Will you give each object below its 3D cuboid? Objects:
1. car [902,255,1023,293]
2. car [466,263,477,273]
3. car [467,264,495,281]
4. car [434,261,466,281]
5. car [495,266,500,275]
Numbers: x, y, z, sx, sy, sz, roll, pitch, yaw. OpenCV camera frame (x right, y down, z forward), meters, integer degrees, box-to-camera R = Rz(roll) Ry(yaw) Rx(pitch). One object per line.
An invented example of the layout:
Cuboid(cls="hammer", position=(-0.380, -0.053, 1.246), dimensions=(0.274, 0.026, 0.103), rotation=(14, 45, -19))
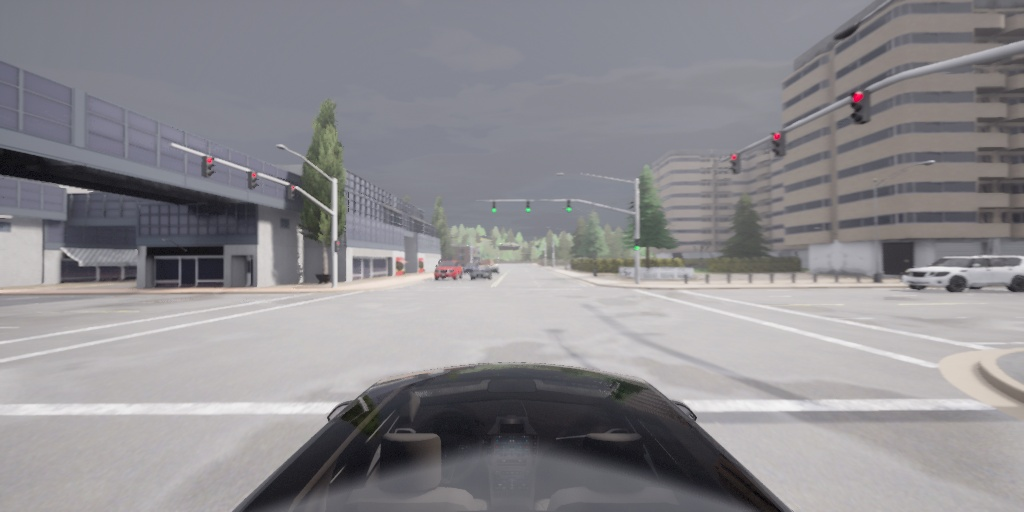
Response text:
Cuboid(cls="car", position=(25.713, 0.985, 20.298), dimensions=(5.566, 2.045, 2.150), rotation=(-1, -1, 1))
Cuboid(cls="car", position=(-6.247, 1.857, 55.303), dimensions=(2.097, 1.767, 4.553), rotation=(-1, -1, 2))
Cuboid(cls="car", position=(-3.122, 1.801, 36.868), dimensions=(1.994, 1.385, 4.181), rotation=(-1, -1, 1))
Cuboid(cls="car", position=(-6.610, 1.501, 37.728), dimensions=(2.150, 2.045, 5.566), rotation=(-1, -1, 1))
Cuboid(cls="car", position=(-2.803, 2.044, 52.892), dimensions=(1.895, 1.301, 4.718), rotation=(-1, -1, 1))
